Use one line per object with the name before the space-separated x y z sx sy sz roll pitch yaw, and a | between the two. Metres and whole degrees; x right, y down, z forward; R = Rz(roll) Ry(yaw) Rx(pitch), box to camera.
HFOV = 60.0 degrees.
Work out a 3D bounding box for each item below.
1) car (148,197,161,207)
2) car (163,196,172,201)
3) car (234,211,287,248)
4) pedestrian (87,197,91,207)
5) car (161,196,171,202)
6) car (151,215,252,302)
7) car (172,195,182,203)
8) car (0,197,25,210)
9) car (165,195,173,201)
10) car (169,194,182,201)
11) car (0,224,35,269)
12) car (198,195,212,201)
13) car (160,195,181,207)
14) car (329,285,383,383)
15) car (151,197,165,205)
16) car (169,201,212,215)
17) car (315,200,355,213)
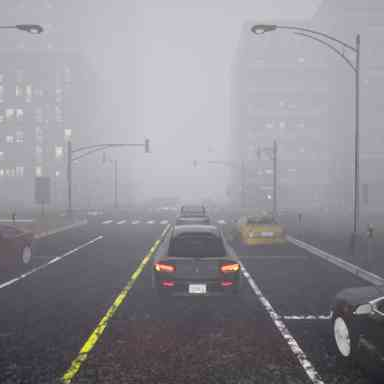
car | -5.808 1.514 52.159 1.752 1.417 4.829 -1 0 0
car | -5.865 1.568 80.601 1.802 1.307 4.206 -1 0 0
car | 2.778 1.521 14.561 1.752 1.417 4.829 -1 0 0
pedestrian | -12.631 1.200 40.837 0.375 1.300 0.375 0 0 1
car | -5.854 1.531 74.946 1.887 1.381 4.507 -1 0 0
car | 0.083 1.523 8.109 1.812 1.442 4.674 0 0 0
car | -3.142 1.487 70.545 1.837 1.490 4.892 0 0 0
car | -21.738 1.275 37.972 4.829 1.417 1.752 0 0 1
car | -5.877 1.530 86.256 1.887 1.381 4.507 -1 0 0
car | -3.194 1.479 60.348 2.128 1.511 4.902 0 0 0
car | -5.849 1.542 8.787 1.887 1.381 4.507 -1 0 0
car | 2.560 1.539 58.000 2.008 1.369 4.403 -1 0 0
car | -3.194 1.536 50.397 2.033 1.411 5.357 0 0 0
car | 2.802 1.550 3.102 2.008 1.369 4.403 -1 0 0
car | -5.819 1.554 57.983 1.947 1.339 4.313 -1 0 0
car | 0.053 1.487 18.183 2.128 1.511 4.902 0 0 0
car | 16.238 1.623 37.552 4.403 1.369 2.008 0 0 1
